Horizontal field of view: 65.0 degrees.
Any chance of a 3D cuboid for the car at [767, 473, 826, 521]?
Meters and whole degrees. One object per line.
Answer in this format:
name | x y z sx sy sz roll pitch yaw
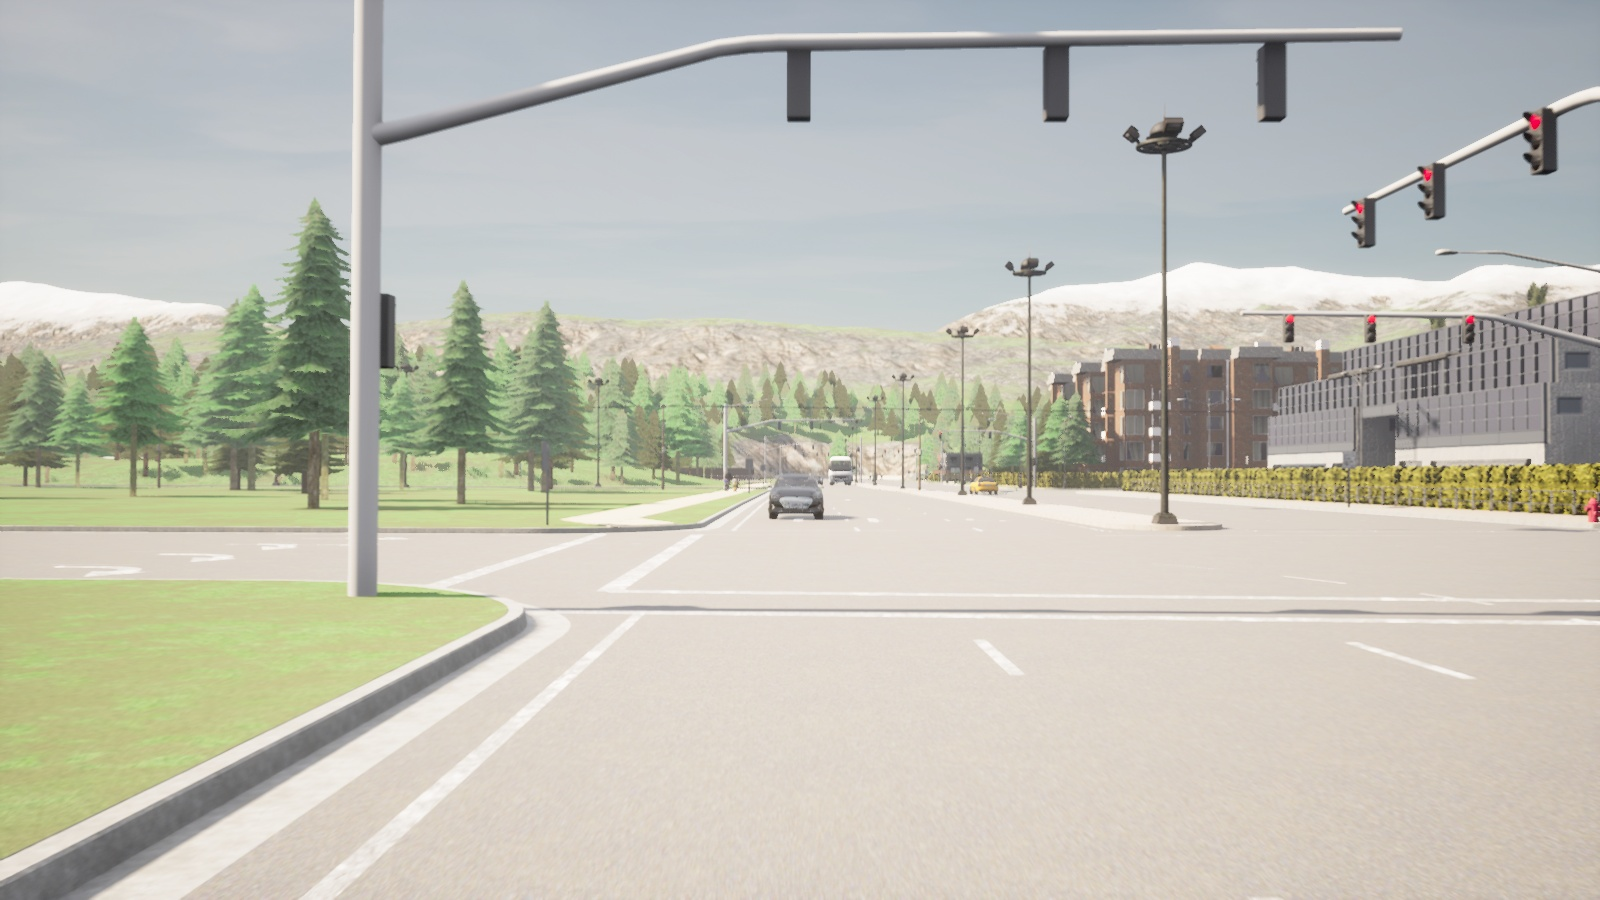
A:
car | -0.131 1.661 45.658 2.033 1.649 4.856 0 -1 0
